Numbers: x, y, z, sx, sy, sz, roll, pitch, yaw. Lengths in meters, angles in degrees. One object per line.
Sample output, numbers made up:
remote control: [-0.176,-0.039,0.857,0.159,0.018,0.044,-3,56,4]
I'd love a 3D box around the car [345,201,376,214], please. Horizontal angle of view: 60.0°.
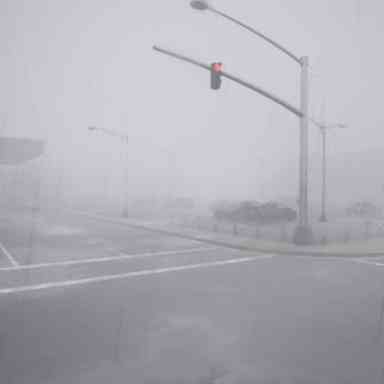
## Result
car: [19.678,1.819,38.810,3.806,1.475,1.970,1,0,-35]

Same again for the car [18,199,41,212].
car: [-19.967,1.603,40.788,1.812,1.442,4.674,1,0,-35]

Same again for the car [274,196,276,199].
car: [14.934,1.592,58.076,3.866,1.878,1.905,1,0,-35]

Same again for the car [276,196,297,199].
car: [16.936,1.618,55.931,4.605,1.855,1.932,1,0,-35]

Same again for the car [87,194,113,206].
car: [-15.372,1.582,56.288,3.806,1.475,1.970,1,0,-35]

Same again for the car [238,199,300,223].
car: [6.135,1.563,25.698,4.514,1.523,2.007,1,0,-35]

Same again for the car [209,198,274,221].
car: [4.295,1.553,28.239,5.027,1.636,2.152,1,0,-35]

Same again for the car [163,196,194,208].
car: [-1.891,1.608,50.559,4.514,1.523,2.007,1,0,-35]

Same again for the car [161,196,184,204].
car: [-4.215,1.729,72.601,4.514,1.523,2.007,1,0,-35]

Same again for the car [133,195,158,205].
car: [-8.442,1.415,61.178,4.605,1.855,1.932,1,0,-35]

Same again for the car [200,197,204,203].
car: [3.661,1.744,73.637,3.806,1.475,1.970,1,0,-35]

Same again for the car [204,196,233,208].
car: [3.799,1.629,42.344,3.633,1.501,1.845,1,0,-35]

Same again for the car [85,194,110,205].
car: [-16.773,1.305,59.365,3.866,1.878,1.905,1,0,-35]

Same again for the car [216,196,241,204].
car: [7.604,1.669,68.563,5.027,1.636,2.152,1,0,-35]
